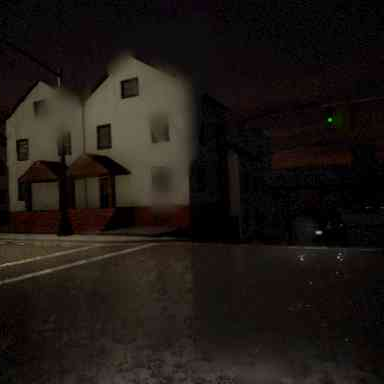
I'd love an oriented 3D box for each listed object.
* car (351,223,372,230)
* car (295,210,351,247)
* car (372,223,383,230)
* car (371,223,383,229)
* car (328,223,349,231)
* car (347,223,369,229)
[{"bbox_3d":[41.914,8.780,84.028,4.974,1.542,2.038,-2,-1,-10],"label":"car"},{"bbox_3d":[6.873,1.936,17.379,2.150,2.045,5.566,-3,-11,26],"label":"car"},{"bbox_3d":[47.056,8.546,82.316,2.038,1.542,4.974,-2,-1,-35],"label":"car"},{"bbox_3d":[47.019,8.390,82.360,1.853,1.218,4.536,-2,-1,-35],"label":"car"},{"bbox_3d":[37.799,8.976,86.093,2.038,1.542,4.974,-2,-1,-20],"label":"car"},{"bbox_3d":[41.958,8.620,84.038,4.536,1.218,1.853,-2,-1,-10],"label":"car"}]
